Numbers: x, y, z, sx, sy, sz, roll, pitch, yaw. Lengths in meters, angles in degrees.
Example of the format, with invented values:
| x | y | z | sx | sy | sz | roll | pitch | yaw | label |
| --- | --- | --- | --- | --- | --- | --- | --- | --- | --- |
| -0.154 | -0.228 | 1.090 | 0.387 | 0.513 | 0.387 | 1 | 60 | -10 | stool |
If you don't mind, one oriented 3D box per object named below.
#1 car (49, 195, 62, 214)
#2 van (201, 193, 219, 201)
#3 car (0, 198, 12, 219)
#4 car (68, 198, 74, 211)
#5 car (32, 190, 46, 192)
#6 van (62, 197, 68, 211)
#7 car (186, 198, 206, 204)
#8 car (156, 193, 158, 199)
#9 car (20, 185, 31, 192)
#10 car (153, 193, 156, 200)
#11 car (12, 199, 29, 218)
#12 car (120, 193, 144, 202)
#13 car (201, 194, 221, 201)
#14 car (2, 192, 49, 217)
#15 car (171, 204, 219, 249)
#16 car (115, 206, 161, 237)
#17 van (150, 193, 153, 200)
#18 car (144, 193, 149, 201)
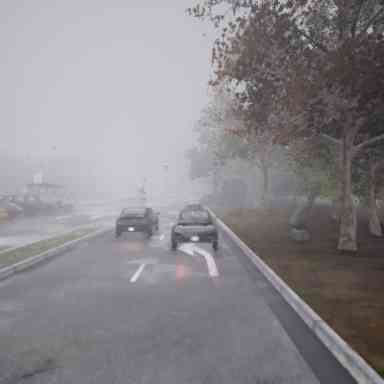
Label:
| x | y | z | sx | sy | sz | roll | pitch | yaw | label |
| --- | --- | --- | --- | --- | --- | --- | --- | --- | --- |
| -16.712 | 1.315 | 34.154 | 5.566 | 2.045 | 2.435 | -1 | -1 | -20 | car |
| 4.293 | 1.184 | 80.567 | 4.442 | 1.987 | 1.878 | 1 | 0 | -14 | van |
| -16.955 | 1.532 | 25.053 | 5.366 | 1.575 | 1.946 | -1 | 0 | -20 | car |
| -16.620 | 1.463 | 40.167 | 4.553 | 1.767 | 2.185 | -1 | 0 | -19 | car |
| -31.156 | 0.254 | 68.845 | 2.002 | 1.452 | 4.674 | 6 | -3 | -19 | car |
| -16.596 | 1.350 | 37.190 | 4.442 | 1.987 | 1.878 | -1 | -1 | -19 | van |
| 0.157 | 1.570 | 31.837 | 1.837 | 1.490 | 4.892 | 0 | 0 | 0 | car |
| -12.629 | 1.525 | 92.924 | 4.674 | 1.452 | 2.002 | -1 | 0 | -13 | car |
| -34.150 | -0.309 | 68.907 | 2.435 | 2.045 | 5.566 | 6 | -3 | -19 | car |
| -13.002 | 1.481 | 89.929 | 4.892 | 1.521 | 2.231 | -1 | -1 | -14 | car |
| -16.765 | 1.584 | 28.120 | 4.674 | 1.452 | 2.002 | -1 | 0 | -20 | car |
| -14.434 | 1.494 | 77.973 | 4.792 | 1.488 | 2.163 | -1 | 0 | -15 | car |
| 4.677 | 1.288 | 83.536 | 4.553 | 1.767 | 2.185 | 1 | 0 | -14 | car |
| -16.785 | 1.304 | 31.117 | 5.566 | 2.045 | 2.435 | -1 | 0 | -20 | car |
| 0.104 | 1.500 | 14.529 | 2.128 | 1.511 | 4.902 | 0 | 0 | 0 | car |
| -2.894 | 1.522 | 18.247 | 1.837 | 1.490 | 4.892 | 0 | 0 | 0 | car |
| -13.230 | 1.246 | 86.958 | 4.442 | 1.987 | 1.878 | -1 | 0 | -14 | van |
| -13.789 | 1.457 | 80.966 | 5.366 | 1.575 | 1.946 | -1 | 0 | -15 | car |
